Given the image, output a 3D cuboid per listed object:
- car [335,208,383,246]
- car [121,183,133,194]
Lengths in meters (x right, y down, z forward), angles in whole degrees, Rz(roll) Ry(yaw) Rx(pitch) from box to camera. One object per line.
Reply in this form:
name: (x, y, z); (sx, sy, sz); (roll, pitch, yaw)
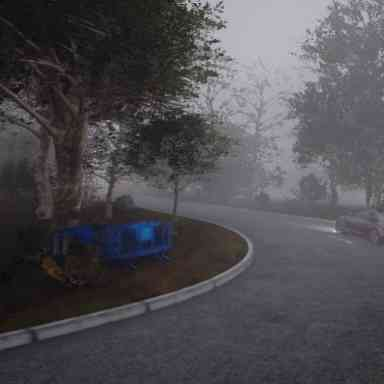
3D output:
car: (7.984, 1.386, 14.428); (1.994, 1.385, 4.181); (1, 2, -3)
car: (-9.430, -0.409, 43.734); (2.097, 1.767, 4.553); (2, 2, -34)
